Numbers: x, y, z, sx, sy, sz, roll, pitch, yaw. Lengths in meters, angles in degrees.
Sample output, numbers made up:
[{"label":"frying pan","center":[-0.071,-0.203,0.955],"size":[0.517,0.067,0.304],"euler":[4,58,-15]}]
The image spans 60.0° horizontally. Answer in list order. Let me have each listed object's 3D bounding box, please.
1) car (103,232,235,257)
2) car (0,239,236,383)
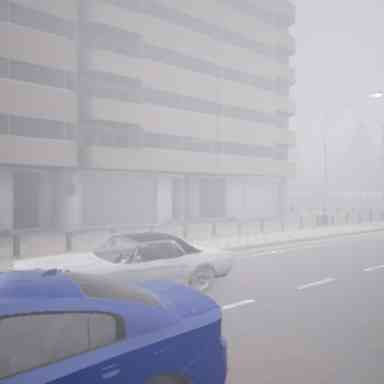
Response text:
[{"label":"car","center":[-1.378,1.604,7.290],"size":[4.718,1.301,1.895],"euler":[0,0,-35]},{"label":"car","center":[-1.977,1.478,2.571],"size":[5.008,1.535,1.882],"euler":[0,0,-35]}]
